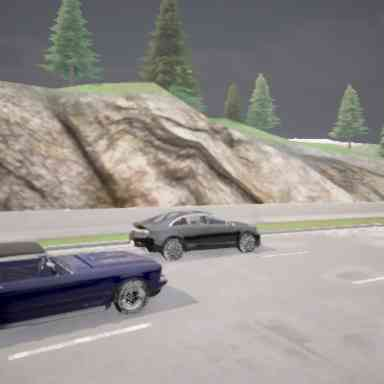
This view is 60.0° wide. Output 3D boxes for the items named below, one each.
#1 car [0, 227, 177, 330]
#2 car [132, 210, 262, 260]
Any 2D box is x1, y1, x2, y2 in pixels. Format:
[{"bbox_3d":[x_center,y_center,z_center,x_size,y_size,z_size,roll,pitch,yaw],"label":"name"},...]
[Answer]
[{"bbox_3d":[-2.831,1.554,5.842,4.718,1.301,1.895,0,0,-33],"label":"car"},{"bbox_3d":[0.233,1.415,11.806,4.902,1.511,2.128,0,0,-28],"label":"car"}]
